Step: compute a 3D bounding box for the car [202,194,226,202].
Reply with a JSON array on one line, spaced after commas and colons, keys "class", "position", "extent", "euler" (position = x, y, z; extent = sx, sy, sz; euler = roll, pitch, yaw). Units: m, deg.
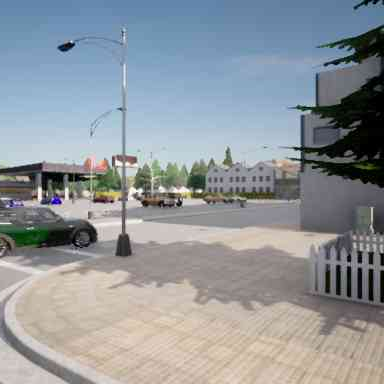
[{"class": "car", "position": [4.466, 1.279, 68.092], "extent": [4.514, 1.523, 2.007], "euler": [0, 0, 36]}]

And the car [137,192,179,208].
[{"class": "car", "position": [-4.407, 1.082, 42.666], "extent": [4.605, 1.855, 1.932], "euler": [0, 0, 36]}]

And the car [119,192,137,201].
[{"class": "car", "position": [-14.591, 1.332, 73.328], "extent": [3.806, 1.475, 1.970], "euler": [0, 0, 36]}]

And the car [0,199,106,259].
[{"class": "car", "position": [-5.959, 1.332, 12.667], "extent": [2.097, 1.767, 4.553], "euler": [0, 0, 44]}]

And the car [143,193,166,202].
[{"class": "car", "position": [-7.712, 1.073, 68.369], "extent": [4.605, 1.855, 1.932], "euler": [0, 0, 36]}]

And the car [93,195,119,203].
[{"class": "car", "position": [-15.617, 1.273, 58.716], "extent": [4.514, 1.523, 2.007], "euler": [0, 0, 36]}]

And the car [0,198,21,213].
[{"class": "car", "position": [-19.699, 1.365, 34.496], "extent": [3.806, 1.475, 1.970], "euler": [0, 0, 36]}]

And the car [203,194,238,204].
[{"class": "car", "position": [4.497, 1.138, 55.603], "extent": [5.027, 1.636, 2.152], "euler": [0, 0, 36]}]

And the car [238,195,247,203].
[{"class": "car", "position": [8.011, 1.217, 60.983], "extent": [3.806, 1.475, 1.970], "euler": [0, 0, 36]}]

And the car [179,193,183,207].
[{"class": "car", "position": [-3.031, 1.061, 45.258], "extent": [3.866, 1.878, 1.905], "euler": [0, 0, 36]}]

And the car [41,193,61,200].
[{"class": "car", "position": [-21.530, 1.294, 50.660], "extent": [3.633, 1.501, 1.845], "euler": [0, 0, 36]}]

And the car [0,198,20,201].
[{"class": "car", "position": [-15.452, 1.358, 27.720], "extent": [3.633, 1.501, 1.845], "euler": [0, 0, 36]}]
